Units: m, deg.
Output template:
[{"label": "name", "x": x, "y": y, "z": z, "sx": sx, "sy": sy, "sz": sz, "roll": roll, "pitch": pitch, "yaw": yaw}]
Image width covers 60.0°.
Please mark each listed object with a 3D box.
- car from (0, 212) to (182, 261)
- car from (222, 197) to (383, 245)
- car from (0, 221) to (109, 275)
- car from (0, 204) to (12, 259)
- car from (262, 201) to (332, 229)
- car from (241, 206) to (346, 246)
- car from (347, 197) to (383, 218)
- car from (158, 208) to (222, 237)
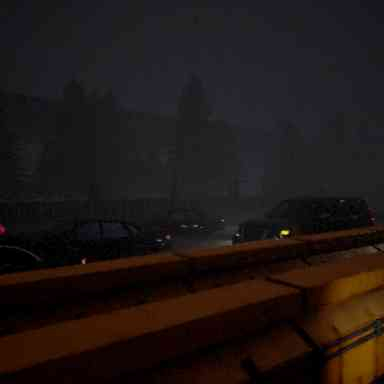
[{"label": "car", "x": -3.186, "y": 1.539, "z": 10.315, "sx": 5.357, "sy": 1.411, "sz": 2.033, "roll": 0, "pitch": 0, "yaw": -35}, {"label": "car", "x": 3.903, "y": 1.196, "z": 11.066, "sx": 5.566, "sy": 2.045, "sz": 2.150, "roll": 0, "pitch": 0, "yaw": -35}, {"label": "car", "x": -4.125, "y": 1.493, "z": 5.306, "sx": 4.902, "sy": 1.511, "sz": 2.128, "roll": 0, "pitch": 0, "yaw": -37}, {"label": "car", "x": -8.565, "y": 1.354, "z": 10.779, "sx": 4.553, "sy": 1.767, "sz": 2.097, "roll": 0, "pitch": 0, "yaw": -36}, {"label": "car", "x": 6.958, "y": 1.437, "z": 21.813, "sx": 4.892, "sy": 1.490, "sz": 1.837, "roll": -1, "pitch": 1, "yaw": -35}, {"label": "car", "x": 5.027, "y": 1.511, "z": 16.164, "sx": 5.357, "sy": 1.411, "sz": 2.033, "roll": 0, "pitch": 0, "yaw": -35}, {"label": "car", "x": 15.017, "y": 1.216, "z": 27.587, "sx": 4.718, "sy": 1.301, "sz": 1.895, "roll": -4, "pitch": 2, "yaw": -36}, {"label": "car", "x": -0.811, "y": 1.524, "z": 16.303, "sx": 5.357, "sy": 1.411, "sz": 2.033, "roll": 0, "pitch": 0, "yaw": -35}]
